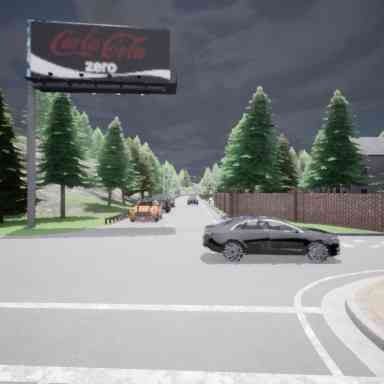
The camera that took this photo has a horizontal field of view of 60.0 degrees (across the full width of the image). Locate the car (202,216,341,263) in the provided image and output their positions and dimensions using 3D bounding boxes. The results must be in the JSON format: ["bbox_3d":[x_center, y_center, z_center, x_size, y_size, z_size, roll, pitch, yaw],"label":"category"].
[{"bbox_3d":[2.796,1.637,12.147,4.902,1.511,2.128,0,0,1],"label":"car"}]

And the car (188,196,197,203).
[{"bbox_3d":[0.158,1.505,68.774,1.837,1.490,4.892,0,0,0],"label":"car"}]

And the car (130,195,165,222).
[{"bbox_3d":[-3.580,1.352,26.502,2.097,1.767,4.553,0,0,0],"label":"car"}]

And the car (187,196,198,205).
[{"bbox_3d":[0.144,1.601,58.715,1.895,1.301,4.718,0,0,0],"label":"car"}]

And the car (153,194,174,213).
[{"bbox_3d":[-3.570,1.221,37.172,2.150,2.045,5.566,0,0,0],"label":"car"}]
